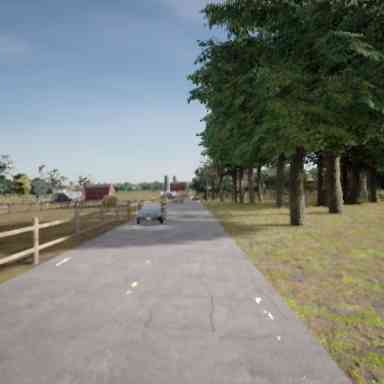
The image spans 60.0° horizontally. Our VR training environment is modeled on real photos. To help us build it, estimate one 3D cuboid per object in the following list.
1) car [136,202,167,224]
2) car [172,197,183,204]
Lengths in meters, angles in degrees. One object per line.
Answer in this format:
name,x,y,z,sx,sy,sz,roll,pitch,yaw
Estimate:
car,-2.845,1.472,24.183,1.812,1.442,4.674,0,0,0
car,-2.754,1.619,65.528,1.994,1.385,4.181,0,0,0
